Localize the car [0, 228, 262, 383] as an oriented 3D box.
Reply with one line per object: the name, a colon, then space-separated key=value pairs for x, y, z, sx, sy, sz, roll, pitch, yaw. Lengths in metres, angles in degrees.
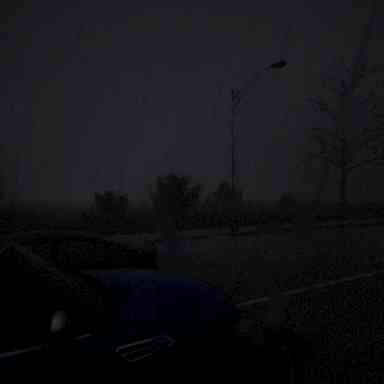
car: x=-2.022 y=1.215 z=2.219 sx=5.566 sy=2.045 sz=2.150 roll=0 pitch=0 yaw=-35

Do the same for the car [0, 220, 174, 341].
car: x=-2.967 y=1.464 z=6.043 sx=5.008 sy=1.535 sz=1.882 roll=0 pitch=0 yaw=-34
